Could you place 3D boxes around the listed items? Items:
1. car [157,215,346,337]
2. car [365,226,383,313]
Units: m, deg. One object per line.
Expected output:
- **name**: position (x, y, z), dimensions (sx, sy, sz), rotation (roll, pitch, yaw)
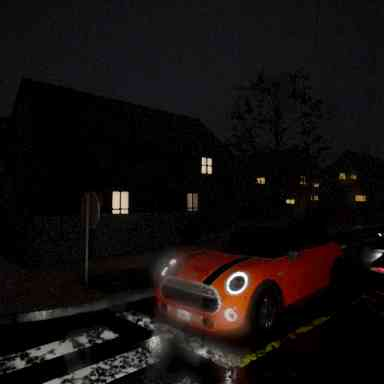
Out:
- **car**: position (1.449, 1.426, 7.001), dimensions (2.097, 1.767, 4.553), rotation (-1, -1, 45)
- **car**: position (5.234, 1.567, 6.822), dimensions (4.902, 1.511, 2.128), rotation (1, -1, -43)
